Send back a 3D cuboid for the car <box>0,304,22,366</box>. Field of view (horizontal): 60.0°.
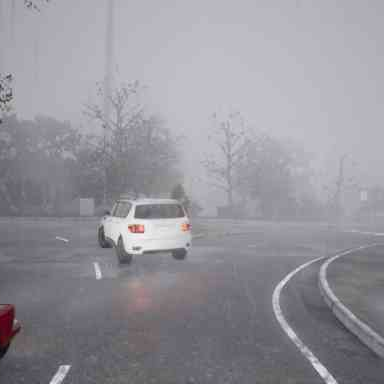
[{"bbox_3d":[-3.233,1.601,2.115,1.895,1.301,4.718,0,0,4],"label":"car"}]

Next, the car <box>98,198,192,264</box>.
[{"bbox_3d":[-1.918,1.221,12.229,2.150,2.045,5.566,0,0,-24],"label":"car"}]
